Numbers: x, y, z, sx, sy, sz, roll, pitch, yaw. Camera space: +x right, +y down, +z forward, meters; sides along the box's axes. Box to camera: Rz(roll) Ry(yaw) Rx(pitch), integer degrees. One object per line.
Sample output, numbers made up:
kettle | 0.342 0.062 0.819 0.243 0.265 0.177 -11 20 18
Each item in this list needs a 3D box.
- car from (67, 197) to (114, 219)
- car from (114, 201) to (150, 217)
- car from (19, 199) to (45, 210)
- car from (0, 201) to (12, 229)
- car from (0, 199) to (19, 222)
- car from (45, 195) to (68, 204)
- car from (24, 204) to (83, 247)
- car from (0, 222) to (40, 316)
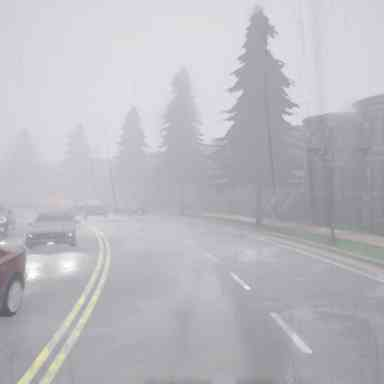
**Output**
car | -8.686 1.370 28.086 1.882 1.535 5.008 0 0 -36
car | -5.689 1.484 29.942 1.895 1.301 4.718 0 0 -36
car | -19.843 1.456 39.235 4.718 1.301 1.895 0 0 36
car | -12.812 1.414 21.325 2.128 1.511 4.902 0 0 -30
car | -10.359 1.289 17.012 2.097 1.767 4.553 0 0 -24
car | -16.831 1.195 41.314 4.553 1.767 2.097 0 0 38
car | -6.019 1.492 14.722 2.033 1.411 5.357 0 0 -19
car | -3.994 1.462 4.506 1.882 1.535 5.008 0 0 -5
